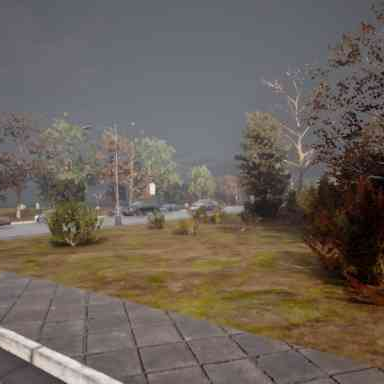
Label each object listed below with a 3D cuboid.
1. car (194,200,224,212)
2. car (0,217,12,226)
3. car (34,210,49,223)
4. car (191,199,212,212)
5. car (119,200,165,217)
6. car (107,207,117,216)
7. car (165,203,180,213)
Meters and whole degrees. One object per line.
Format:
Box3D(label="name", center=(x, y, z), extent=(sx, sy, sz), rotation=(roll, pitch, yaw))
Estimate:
Box3D(label="car", center=(3.030, 2.368, 51.347), extent=(2.033, 1.411, 5.357), rotation=(-3, -2, 32))
Box3D(label="car", center=(-17.332, 2.390, 26.338), extent=(2.033, 1.411, 5.357), rotation=(-3, -2, 34))
Box3D(label="car", center=(-14.852, 2.508, 36.487), extent=(2.128, 1.511, 4.902), rotation=(-3, -2, 33))
Box3D(label="car", center=(1.961, 2.294, 56.436), extent=(2.150, 2.045, 5.566), rotation=(-3, -2, 32))
Box3D(label="car", center=(-6.469, 2.123, 43.211), extent=(2.150, 2.045, 5.566), rotation=(-3, -2, 32))
Box3D(label="car", center=(-9.534, 2.623, 44.881), extent=(1.994, 1.385, 4.181), rotation=(-3, -2, 31))
Box3D(label="car", center=(-3.808, 2.621, 53.906), extent=(2.128, 1.511, 4.902), rotation=(-3, -2, 33))
